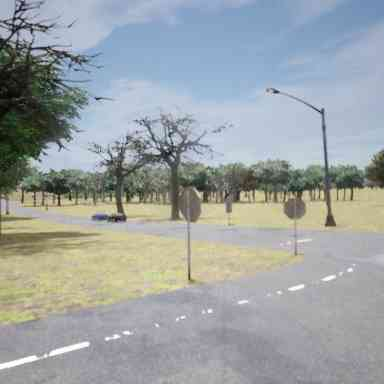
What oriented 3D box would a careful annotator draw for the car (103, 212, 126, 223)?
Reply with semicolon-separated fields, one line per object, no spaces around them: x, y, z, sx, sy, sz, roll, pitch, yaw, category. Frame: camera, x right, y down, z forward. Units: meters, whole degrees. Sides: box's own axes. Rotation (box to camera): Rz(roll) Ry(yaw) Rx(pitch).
-12.400;4.139;54.336;1.882;1.535;5.008;-2;-2;-34;car

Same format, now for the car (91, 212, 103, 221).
-16.890;4.465;60.844;1.882;1.535;5.008;-2;-1;-34;car
